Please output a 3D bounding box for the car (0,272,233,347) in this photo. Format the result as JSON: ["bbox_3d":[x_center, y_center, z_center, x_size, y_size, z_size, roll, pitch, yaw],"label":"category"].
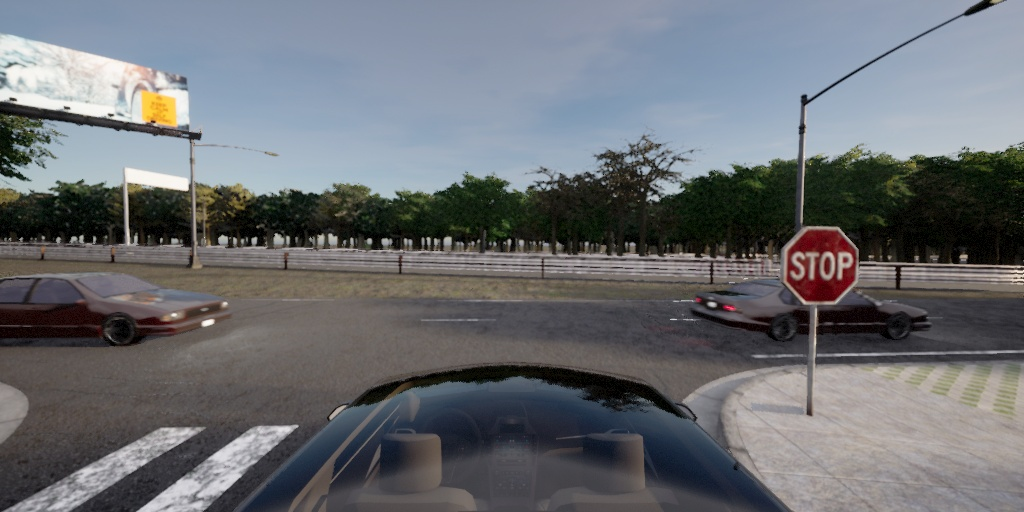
[{"bbox_3d":[-9.445,1.068,7.852,5.357,1.411,2.033,1,2,-3],"label":"car"}]

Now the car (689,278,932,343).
[{"bbox_3d":[7.480,1.291,9.226,5.357,1.411,2.033,1,2,-6],"label":"car"}]
